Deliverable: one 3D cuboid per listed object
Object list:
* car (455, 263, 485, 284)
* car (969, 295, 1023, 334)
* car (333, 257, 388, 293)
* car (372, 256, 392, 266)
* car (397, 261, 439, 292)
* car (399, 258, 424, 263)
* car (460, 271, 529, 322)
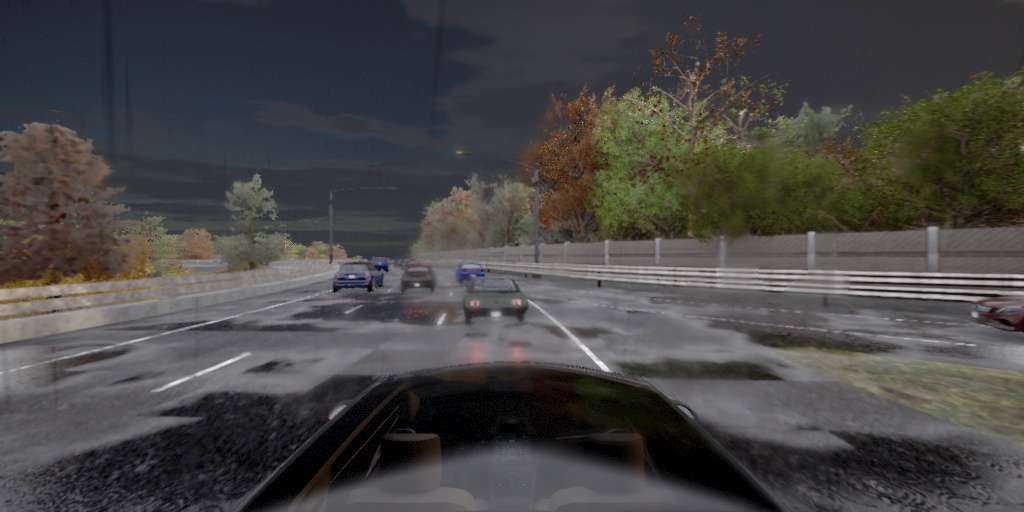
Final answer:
[{"bbox_3d":[-3.282,1.254,27.747,1.882,1.535,5.008,0,0,-13],"label":"car"},{"bbox_3d":[13.708,1.230,7.817,4.674,1.442,1.812,0,0,35],"label":"car"},{"bbox_3d":[-9.095,1.146,21.606,2.097,1.767,4.553,0,0,-10],"label":"car"},{"bbox_3d":[-17.731,1.060,47.444,2.150,2.045,5.566,0,0,-26],"label":"car"},{"bbox_3d":[-5.513,1.286,21.576,1.837,1.490,4.892,0,0,-10],"label":"car"},{"bbox_3d":[-11.773,1.306,42.504,2.128,1.511,4.902,0,0,-22],"label":"car"},{"bbox_3d":[-0.670,1.359,12.327,1.895,1.301,4.718,0,0,-6],"label":"car"}]
